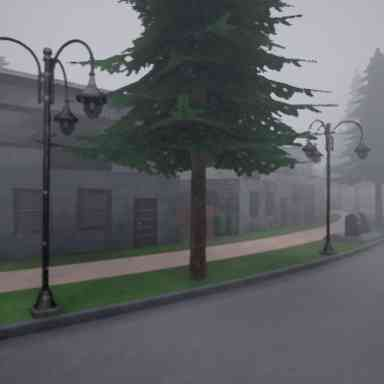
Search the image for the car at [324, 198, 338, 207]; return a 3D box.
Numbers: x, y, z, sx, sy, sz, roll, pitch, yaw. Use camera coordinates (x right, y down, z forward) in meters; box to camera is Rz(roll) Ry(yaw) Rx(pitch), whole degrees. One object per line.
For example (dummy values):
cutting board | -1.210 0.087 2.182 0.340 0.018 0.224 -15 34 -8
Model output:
car | 24.910 1.895 61.246 2.097 1.767 4.553 0 0 -6
